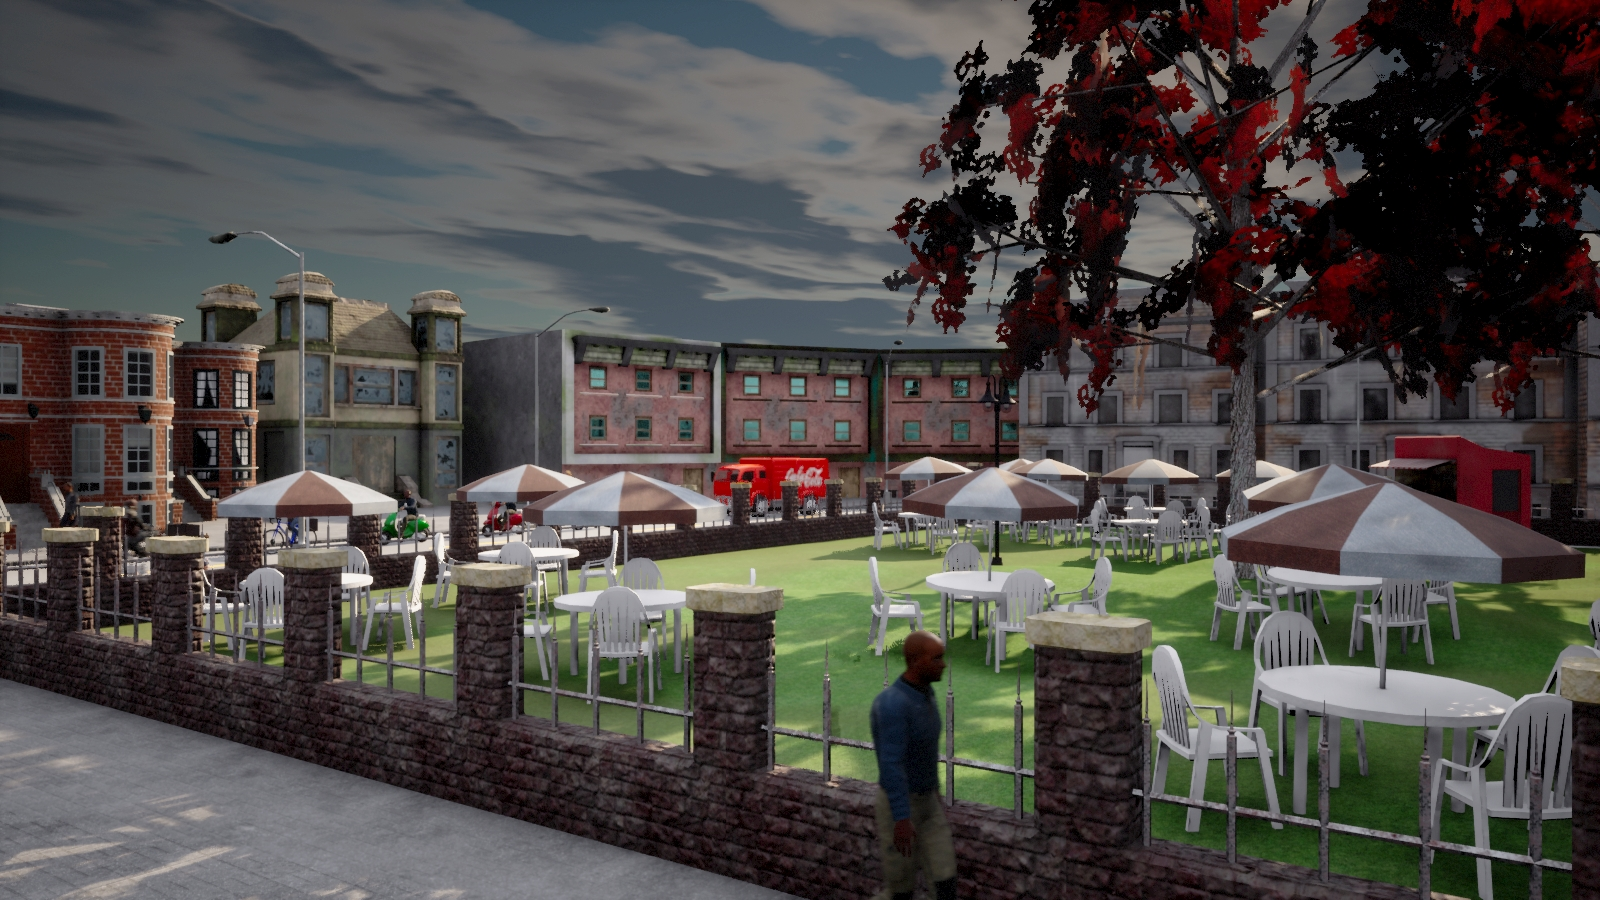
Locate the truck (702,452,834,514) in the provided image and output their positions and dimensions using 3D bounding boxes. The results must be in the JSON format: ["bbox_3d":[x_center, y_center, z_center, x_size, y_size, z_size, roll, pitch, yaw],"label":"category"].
[{"bbox_3d":[-1.315,1.340,48.583,2.627,2.467,5.204,0,0,45],"label":"truck"}]

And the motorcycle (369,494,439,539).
[{"bbox_3d":[-11.759,1.950,33.969,0.856,1.236,1.805,0,0,35],"label":"motorcycle"}]

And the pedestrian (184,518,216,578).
[{"bbox_3d":[-11.616,1.888,22.119,0.500,1.100,0.500,0,0,-33],"label":"pedestrian"}]

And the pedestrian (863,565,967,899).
[{"bbox_3d":[0.570,1.523,5.650,0.375,1.860,0.375,0,0,36],"label":"pedestrian"}]

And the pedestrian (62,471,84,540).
[{"bbox_3d":[-19.663,1.492,30.901,0.375,1.860,0.375,0,0,31],"label":"pedestrian"}]
